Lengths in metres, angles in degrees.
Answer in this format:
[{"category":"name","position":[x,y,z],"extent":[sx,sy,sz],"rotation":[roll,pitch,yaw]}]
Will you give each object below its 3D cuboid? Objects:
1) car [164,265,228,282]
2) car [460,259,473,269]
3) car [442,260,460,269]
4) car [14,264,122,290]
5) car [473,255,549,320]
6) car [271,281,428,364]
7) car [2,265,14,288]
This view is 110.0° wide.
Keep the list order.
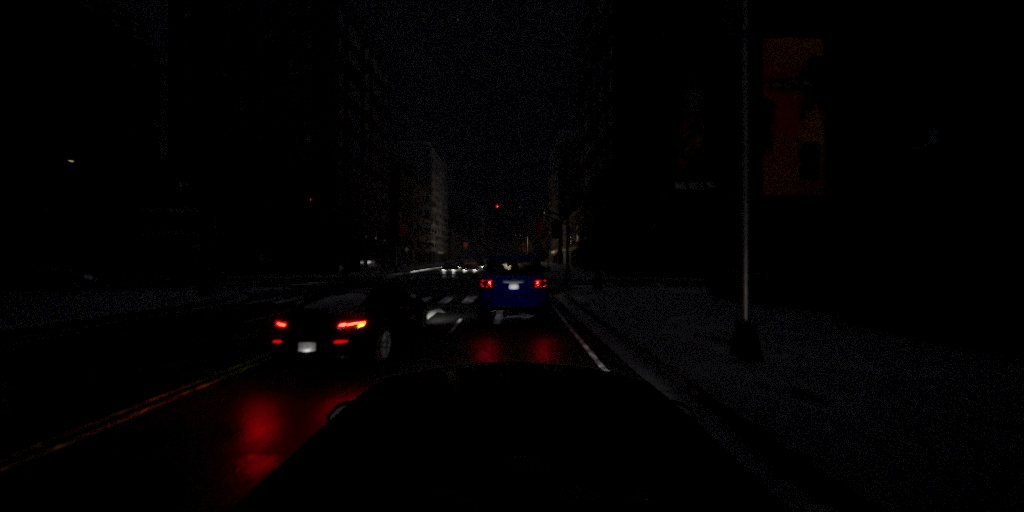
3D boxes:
[{"category":"car","position":[-25.365,1.356,28.864],"extent":[4.313,1.339,1.948],"rotation":[0,0,0]},{"category":"car","position":[-6.541,1.279,57.138],"extent":[1.882,1.535,5.008],"rotation":[0,0,0]},{"category":"car","position":[-9.788,1.327,56.987],"extent":[1.812,1.442,4.674],"rotation":[0,0,0]},{"category":"car","position":[-25.410,1.190,20.839],"extent":[4.097,1.591,1.967],"rotation":[0,0,0]},{"category":"car","position":[0.075,0.982,12.887],"extent":[2.150,2.045,5.566],"rotation":[0,0,1]},{"category":"car","position":[-3.244,1.282,8.010],"extent":[1.812,1.442,4.674],"rotation":[0,0,0]},{"category":"car","position":[-30.920,1.188,20.870],"extent":[4.097,1.591,1.967],"rotation":[0,0,0]}]
